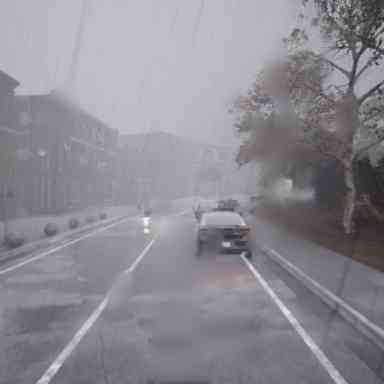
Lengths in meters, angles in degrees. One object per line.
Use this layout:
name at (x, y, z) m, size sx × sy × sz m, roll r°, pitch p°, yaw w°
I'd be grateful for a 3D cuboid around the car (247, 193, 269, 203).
car at (12.170, 1.113, 59.963) m, size 1.837 × 1.490 × 4.892 m, roll 0°, pitch 1°, yaw 40°

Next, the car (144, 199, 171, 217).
car at (-3.100, 1.424, 30.482) m, size 1.837 × 1.490 × 4.892 m, roll 0°, pitch 0°, yaw 4°

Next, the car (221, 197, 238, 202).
car at (5.178, 1.401, 48.317) m, size 1.895 × 1.301 × 4.718 m, roll 0°, pitch 1°, yaw 25°

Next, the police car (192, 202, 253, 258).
police car at (1.051, 1.390, 12.749) m, size 1.930 × 1.638 × 5.238 m, roll 0°, pitch 0°, yaw 0°

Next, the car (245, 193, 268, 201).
car at (13.280, 1.032, 68.302) m, size 4.674 × 1.442 × 1.812 m, roll -1°, pitch 0°, yaw -35°

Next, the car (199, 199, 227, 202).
car at (1.082, 1.443, 22.595) m, size 1.837 × 1.490 × 4.892 m, roll 0°, pitch 0°, yaw 1°
